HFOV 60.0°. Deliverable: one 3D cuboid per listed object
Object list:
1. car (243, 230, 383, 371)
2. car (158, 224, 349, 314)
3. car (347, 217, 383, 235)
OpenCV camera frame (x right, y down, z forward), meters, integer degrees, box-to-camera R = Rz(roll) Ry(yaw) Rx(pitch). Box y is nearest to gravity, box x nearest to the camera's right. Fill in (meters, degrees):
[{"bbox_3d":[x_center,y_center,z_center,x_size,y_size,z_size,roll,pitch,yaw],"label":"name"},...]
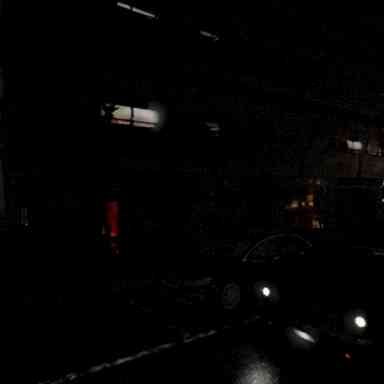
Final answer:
[{"bbox_3d":[3.290,1.591,5.702,4.718,1.301,1.895,0,0,-35],"label":"car"},{"bbox_3d":[1.327,1.542,7.511,4.403,1.369,2.008,0,0,-35],"label":"car"},{"bbox_3d":[5.826,1.528,10.719,4.507,1.381,1.887,0,0,-35],"label":"car"}]
